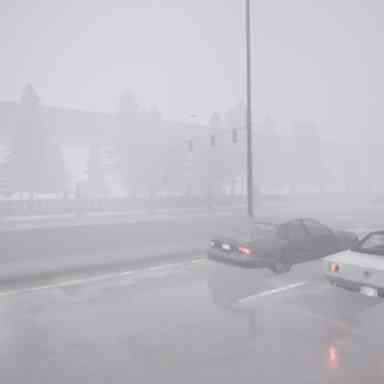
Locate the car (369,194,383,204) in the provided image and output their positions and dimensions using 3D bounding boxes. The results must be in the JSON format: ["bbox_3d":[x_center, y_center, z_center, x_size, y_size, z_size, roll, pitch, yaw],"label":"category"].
[{"bbox_3d":[24.993,0.857,43.301,4.718,1.301,1.895,-1,1,-35],"label":"car"}]

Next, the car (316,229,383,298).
[{"bbox_3d":[5.029,1.490,7.334,4.718,1.301,1.895,-1,1,-35],"label":"car"}]

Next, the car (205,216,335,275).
[{"bbox_3d":[2.934,1.437,10.141,5.357,1.411,2.033,-1,1,-35],"label":"car"}]
